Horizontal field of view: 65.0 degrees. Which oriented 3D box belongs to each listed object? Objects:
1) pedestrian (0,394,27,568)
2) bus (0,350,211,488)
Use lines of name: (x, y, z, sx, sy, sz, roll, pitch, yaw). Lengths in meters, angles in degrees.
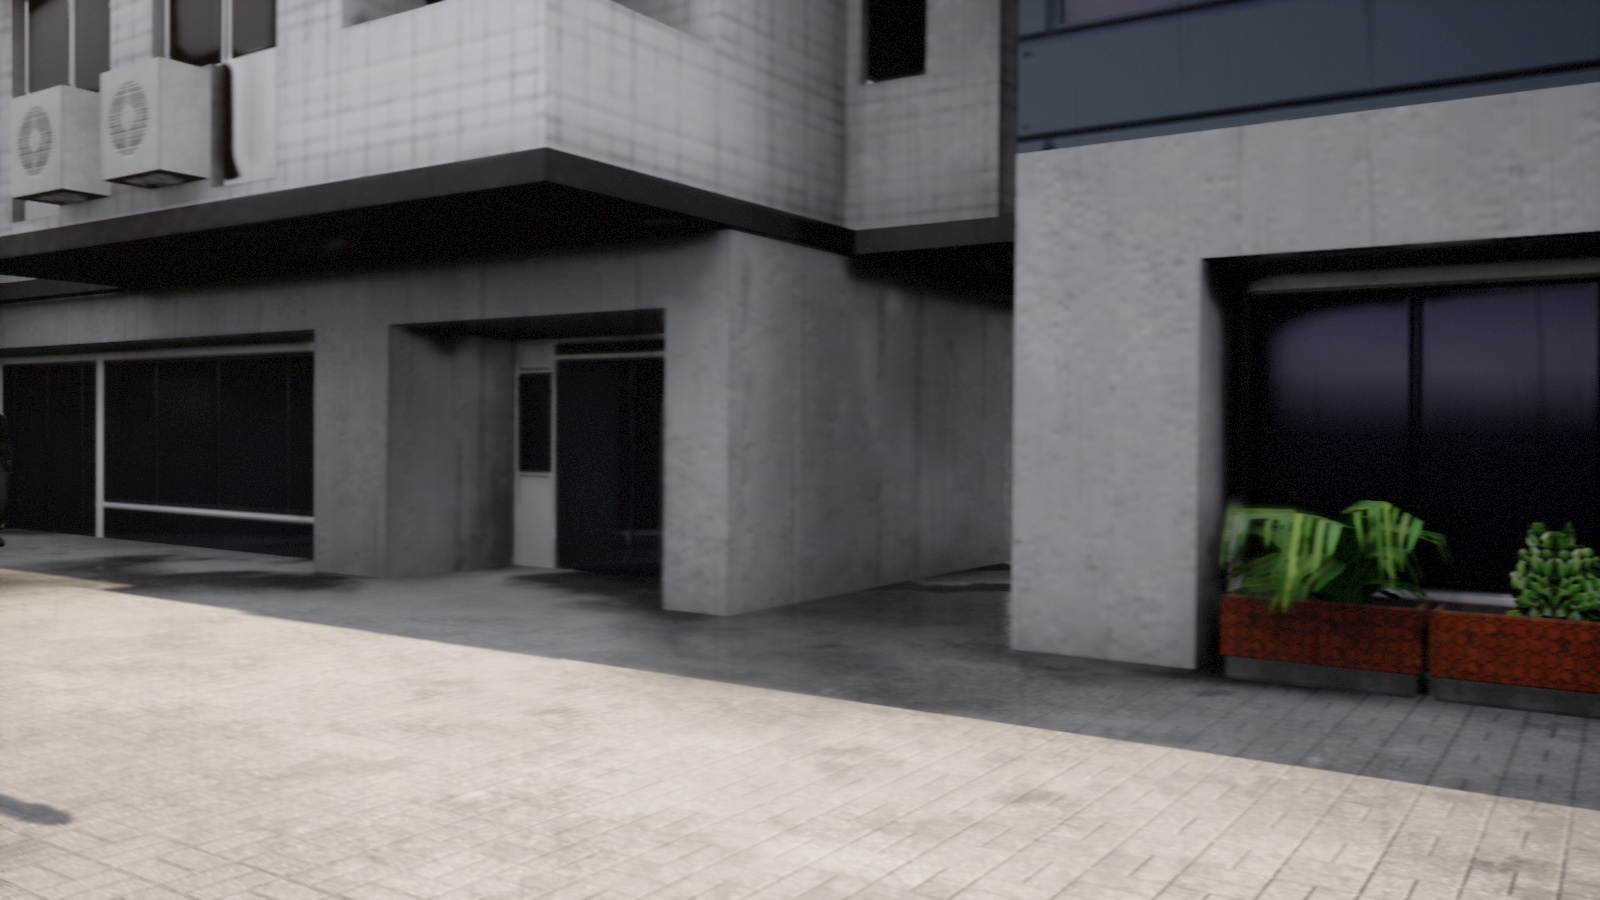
pedestrian: (-9.126, 0.346, 14.179, 0.666, 1.930, 0.402, 0, 1, 33)
bus: (-25.222, -0.975, 40.946, 3.944, 4.253, 10.273, 0, 1, 35)
